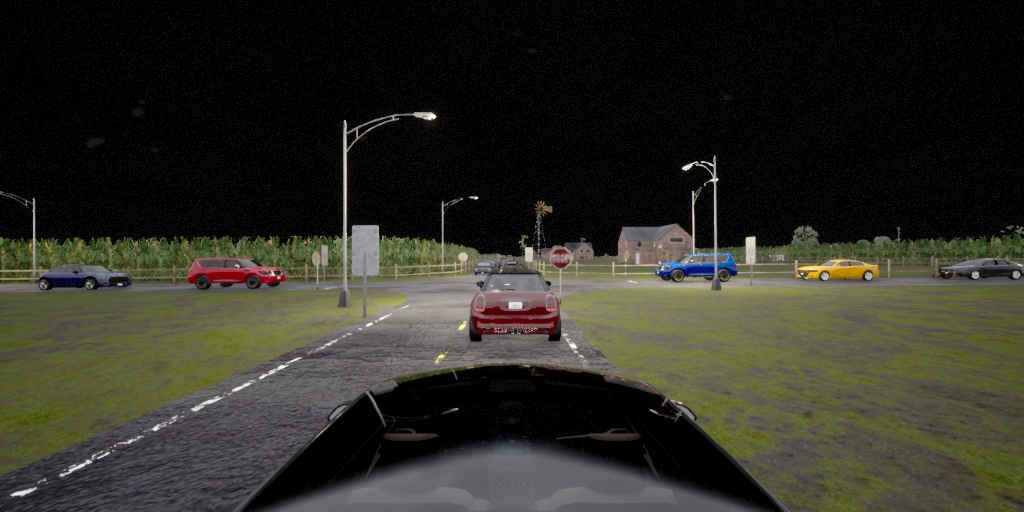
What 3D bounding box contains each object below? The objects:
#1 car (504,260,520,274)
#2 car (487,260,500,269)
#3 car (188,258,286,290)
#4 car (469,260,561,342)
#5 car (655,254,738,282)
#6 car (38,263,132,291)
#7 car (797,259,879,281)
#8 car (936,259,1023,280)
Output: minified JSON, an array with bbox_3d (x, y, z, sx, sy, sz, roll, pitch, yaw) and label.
[{"bbox_3d":[-0.043,1.280,43.851,1.837,1.490,4.892,0,0,0],"label":"car"},{"bbox_3d":[-3.003,1.360,59.371,1.994,1.385,4.181,0,0,0],"label":"car"},{"bbox_3d":[-18.351,1.127,24.010,5.566,2.045,2.150,-1,0,1],"label":"car"},{"bbox_3d":[0.058,1.103,9.982,2.097,1.767,4.553,0,0,-1],"label":"car"},{"bbox_3d":[13.564,0.851,26.519,5.566,2.045,2.150,-1,0,0],"label":"car"},{"bbox_3d":[-28.603,1.351,24.150,4.553,1.767,2.097,-1,0,1],"label":"car"},{"bbox_3d":[23.871,1.014,26.377,5.008,1.535,1.882,-1,0,1],"label":"car"},{"bbox_3d":[34.233,0.949,26.230,4.892,1.490,1.837,-1,0,0],"label":"car"}]
